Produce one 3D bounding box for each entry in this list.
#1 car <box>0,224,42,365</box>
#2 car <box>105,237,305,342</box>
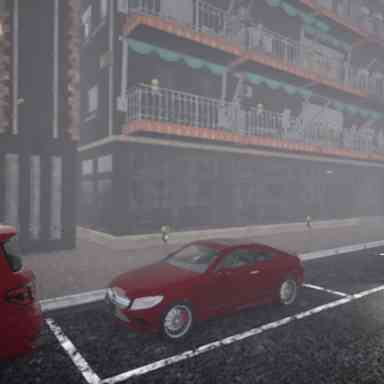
[{"bbox_3d":[-4.128,1.315,3.148,5.009,1.841,2.192,0,0,-36],"label":"car"},{"bbox_3d":[0.464,1.581,6.425,4.206,1.307,1.802,0,0,-36],"label":"car"}]
